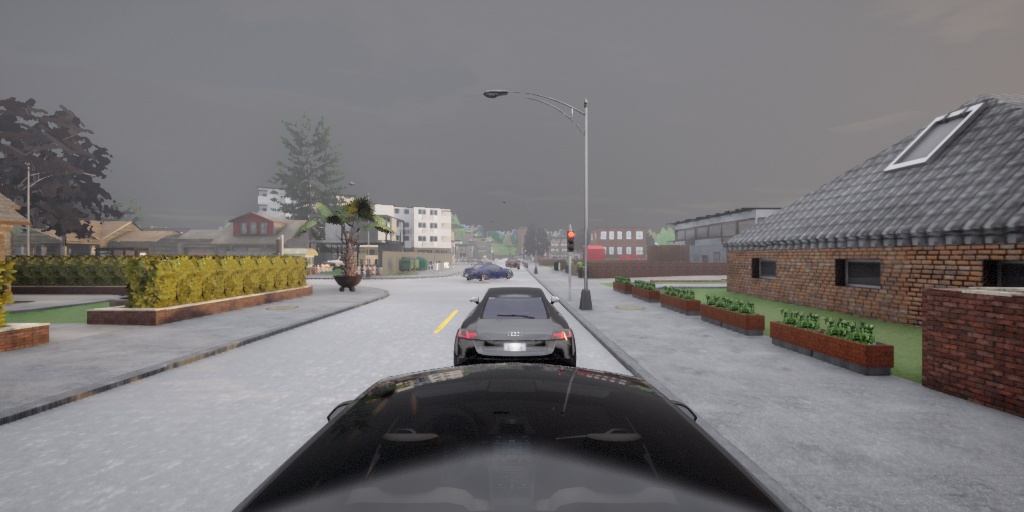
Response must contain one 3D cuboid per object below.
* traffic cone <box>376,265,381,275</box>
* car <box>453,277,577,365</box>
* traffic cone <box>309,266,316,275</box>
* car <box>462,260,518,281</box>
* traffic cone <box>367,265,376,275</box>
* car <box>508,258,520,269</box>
[{"bbox_3d":[-15.396,1.558,40.690,0.344,0.586,0.344,0,0,0],"label":"traffic cone"},{"bbox_3d":[0.058,1.314,7.306,1.994,1.385,4.181,0,0,0],"label":"car"},{"bbox_3d":[-19.803,1.568,35.236,0.344,0.586,0.344,0,0,0],"label":"traffic cone"},{"bbox_3d":[-1.929,1.273,29.050,1.812,1.442,4.674,1,1,42],"label":"car"},{"bbox_3d":[-15.757,1.561,40.120,0.344,0.586,0.344,0,0,0],"label":"traffic cone"},{"bbox_3d":[0.092,1.102,55.189,2.097,1.767,4.553,0,0,0],"label":"car"}]
